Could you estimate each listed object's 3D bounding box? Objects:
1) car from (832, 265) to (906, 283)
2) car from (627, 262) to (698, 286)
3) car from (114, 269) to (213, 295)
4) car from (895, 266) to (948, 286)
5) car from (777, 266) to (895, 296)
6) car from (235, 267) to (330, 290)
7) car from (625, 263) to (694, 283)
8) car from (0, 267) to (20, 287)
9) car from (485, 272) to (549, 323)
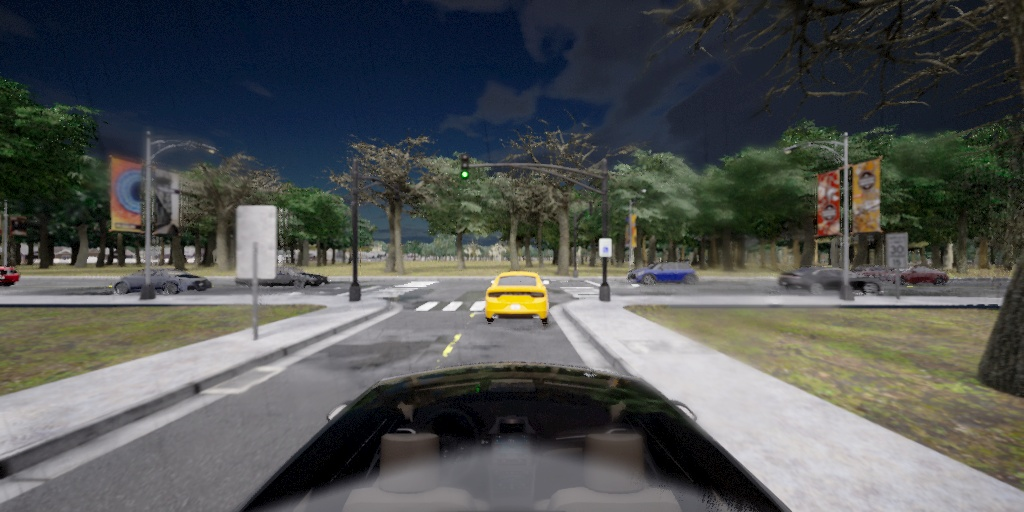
[{"bbox_3d":[29.714,1.498,29.912,4.181,1.385,1.994,0,0,0],"label":"car"},{"bbox_3d":[11.195,1.246,26.653,4.553,1.767,2.097,0,0,0],"label":"car"},{"bbox_3d":[-19.264,1.394,19.929,4.181,1.385,1.994,0,0,0],"label":"car"},{"bbox_3d":[29.459,1.447,26.664,4.674,1.442,1.812,0,0,0],"label":"car"},{"bbox_3d":[17.643,1.368,19.990,4.902,1.511,2.128,0,0,0],"label":"car"},{"bbox_3d":[-14.788,1.394,23.202,5.357,1.411,2.033,0,0,3],"label":"car"},{"bbox_3d":[12.175,1.396,29.895,4.902,1.511,2.128,0,0,1],"label":"car"},{"bbox_3d":[-35.693,1.054,23.175,5.566,2.045,2.150,0,0,0],"label":"car"},{"bbox_3d":[0.267,1.284,12.451,1.882,1.535,5.008,0,0,4],"label":"car"}]
